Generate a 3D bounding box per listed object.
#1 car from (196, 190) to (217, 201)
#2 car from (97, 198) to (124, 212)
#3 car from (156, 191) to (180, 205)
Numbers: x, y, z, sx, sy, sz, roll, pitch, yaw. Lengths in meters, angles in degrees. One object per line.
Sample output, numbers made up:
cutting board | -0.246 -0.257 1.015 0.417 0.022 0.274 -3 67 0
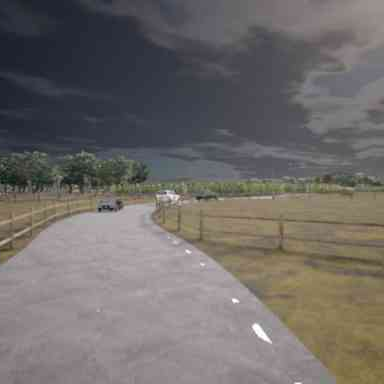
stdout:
car | 2.863 0.633 63.216 2.150 2.045 5.566 -1 0 35
car | -8.436 1.321 34.692 1.994 1.385 4.181 0 0 1
car | -3.514 0.805 49.215 2.150 2.045 5.566 -1 0 17
